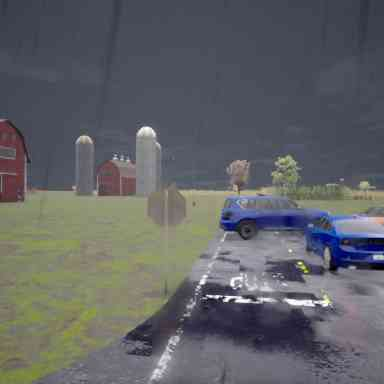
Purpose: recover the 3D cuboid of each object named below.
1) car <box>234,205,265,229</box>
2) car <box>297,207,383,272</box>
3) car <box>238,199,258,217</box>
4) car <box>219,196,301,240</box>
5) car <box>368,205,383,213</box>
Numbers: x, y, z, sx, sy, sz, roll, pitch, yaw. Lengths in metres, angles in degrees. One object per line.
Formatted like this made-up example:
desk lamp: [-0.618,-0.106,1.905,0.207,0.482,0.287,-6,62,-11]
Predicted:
car: [3.880,1.601,22.673,1.895,1.301,4.718,0,0,9]
car: [4.960,1.481,10.755,1.882,1.535,5.008,0,0,7]
car: [5.557,1.502,32.976,1.837,1.490,4.892,0,0,9]
car: [4.133,1.219,16.508,5.566,2.045,2.150,0,0,0]
car: [8.751,1.371,15.137,2.097,1.767,4.553,0,0,-38]
